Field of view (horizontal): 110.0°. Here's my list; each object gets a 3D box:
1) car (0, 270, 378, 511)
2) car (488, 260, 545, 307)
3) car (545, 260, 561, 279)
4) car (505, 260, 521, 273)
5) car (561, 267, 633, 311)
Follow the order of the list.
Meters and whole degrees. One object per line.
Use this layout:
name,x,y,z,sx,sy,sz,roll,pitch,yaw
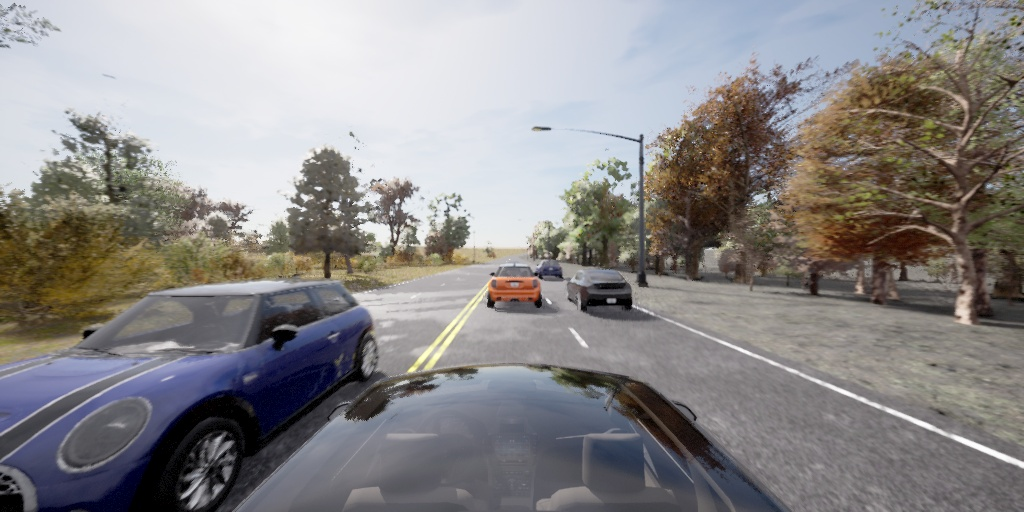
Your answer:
car,-3.313,1.105,4.131,2.097,1.767,4.553,0,0,0
car,0.098,1.118,15.791,2.097,1.767,4.553,0,0,0
car,3.353,1.130,33.051,2.097,1.767,4.553,0,0,0
car,0.107,1.277,45.074,1.882,1.535,5.008,0,0,0
car,3.345,1.259,14.466,1.837,1.490,4.892,-1,0,0
